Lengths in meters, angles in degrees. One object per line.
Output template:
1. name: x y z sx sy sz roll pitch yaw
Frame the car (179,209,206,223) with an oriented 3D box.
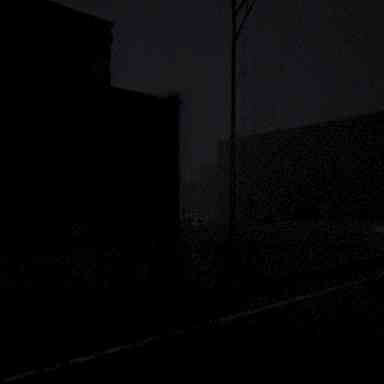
1. car: -0.365 3.357 45.797 2.150 2.045 5.566 1 -6 -36
